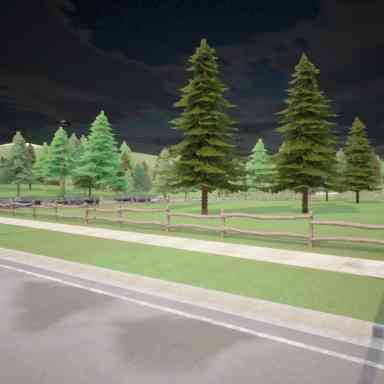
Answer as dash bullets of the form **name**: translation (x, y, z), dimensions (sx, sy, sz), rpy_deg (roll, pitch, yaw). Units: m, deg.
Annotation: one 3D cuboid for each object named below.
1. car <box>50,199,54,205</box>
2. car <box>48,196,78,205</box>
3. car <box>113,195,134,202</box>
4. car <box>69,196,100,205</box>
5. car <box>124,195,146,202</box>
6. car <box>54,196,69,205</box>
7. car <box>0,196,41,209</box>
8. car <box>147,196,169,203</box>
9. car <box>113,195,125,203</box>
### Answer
- **car**: translation (-22.514, 1.564, 58.448), dimensions (1.994, 1.385, 4.181), rpy_deg (0, 0, 35)
- **car**: translation (-24.064, 1.492, 62.266), dimensions (2.128, 1.511, 4.902), rpy_deg (0, 0, 36)
- **car**: translation (-15.306, 1.451, 74.643), dimensions (1.812, 1.442, 4.674), rpy_deg (0, 0, 35)
- **car**: translation (-16.977, 1.504, 54.172), dimensions (1.837, 1.490, 4.892), rpy_deg (0, 0, 35)
- **car**: translation (-10.835, 1.546, 68.831), dimensions (2.033, 1.411, 5.357), rpy_deg (0, 0, 35)
- **car**: translation (-19.890, 1.548, 56.112), dimensions (2.033, 1.411, 5.357), rpy_deg (0, 0, 35)
- **car**: translation (-23.162, 1.352, 45.383), dimensions (2.097, 1.767, 4.553), rpy_deg (0, 0, 35)
- **car**: translation (-6.621, 1.525, 68.747), dimensions (1.812, 1.442, 4.674), rpy_deg (0, 0, 35)
- **car**: translation (-14.290, 1.467, 70.003), dimensions (1.882, 1.535, 5.008), rpy_deg (0, 0, 35)
